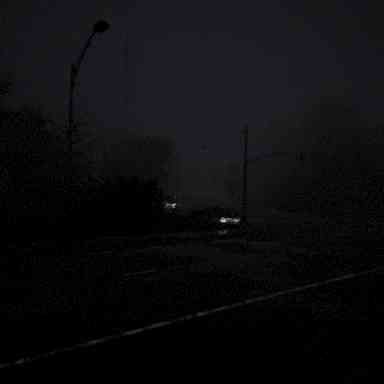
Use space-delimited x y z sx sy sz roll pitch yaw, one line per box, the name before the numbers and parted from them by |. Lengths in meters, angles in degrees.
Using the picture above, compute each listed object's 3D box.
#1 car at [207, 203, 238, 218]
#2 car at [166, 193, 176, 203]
car | 3.144 1.905 35.403 1.812 1.442 4.674 2 0 -22
car | -3.907 0.975 59.239 2.097 1.767 4.553 2 2 -11
